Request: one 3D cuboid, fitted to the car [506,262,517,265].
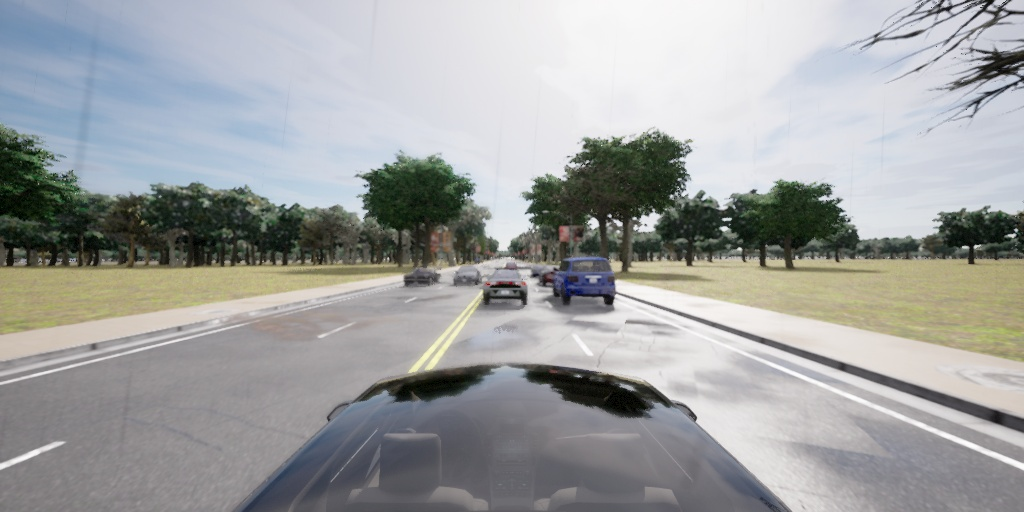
[{"bbox_3d":[-0.100,1.789,61.573,1.994,1.385,4.181,0,-1,0],"label":"car"}]

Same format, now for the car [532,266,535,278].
[{"bbox_3d":[3.176,1.612,38.942,1.994,1.385,4.181,0,0,0],"label":"car"}]

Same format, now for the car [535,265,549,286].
[{"bbox_3d":[3.212,1.464,27.968,2.163,1.488,4.792,0,0,0],"label":"car"}]

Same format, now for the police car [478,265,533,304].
[{"bbox_3d":[-0.240,1.375,17.289,2.038,1.542,4.974,0,-1,1],"label":"police car"}]

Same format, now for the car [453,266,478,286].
[{"bbox_3d":[-3.388,1.485,27.845,1.812,1.442,4.674,0,0,0],"label":"car"}]

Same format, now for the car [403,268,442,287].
[{"bbox_3d":[-6.637,1.553,26.920,1.895,1.301,4.718,0,0,0],"label":"car"}]

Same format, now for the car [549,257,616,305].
[{"bbox_3d":[3.236,1.093,16.965,2.150,2.045,5.566,0,0,0],"label":"car"}]
